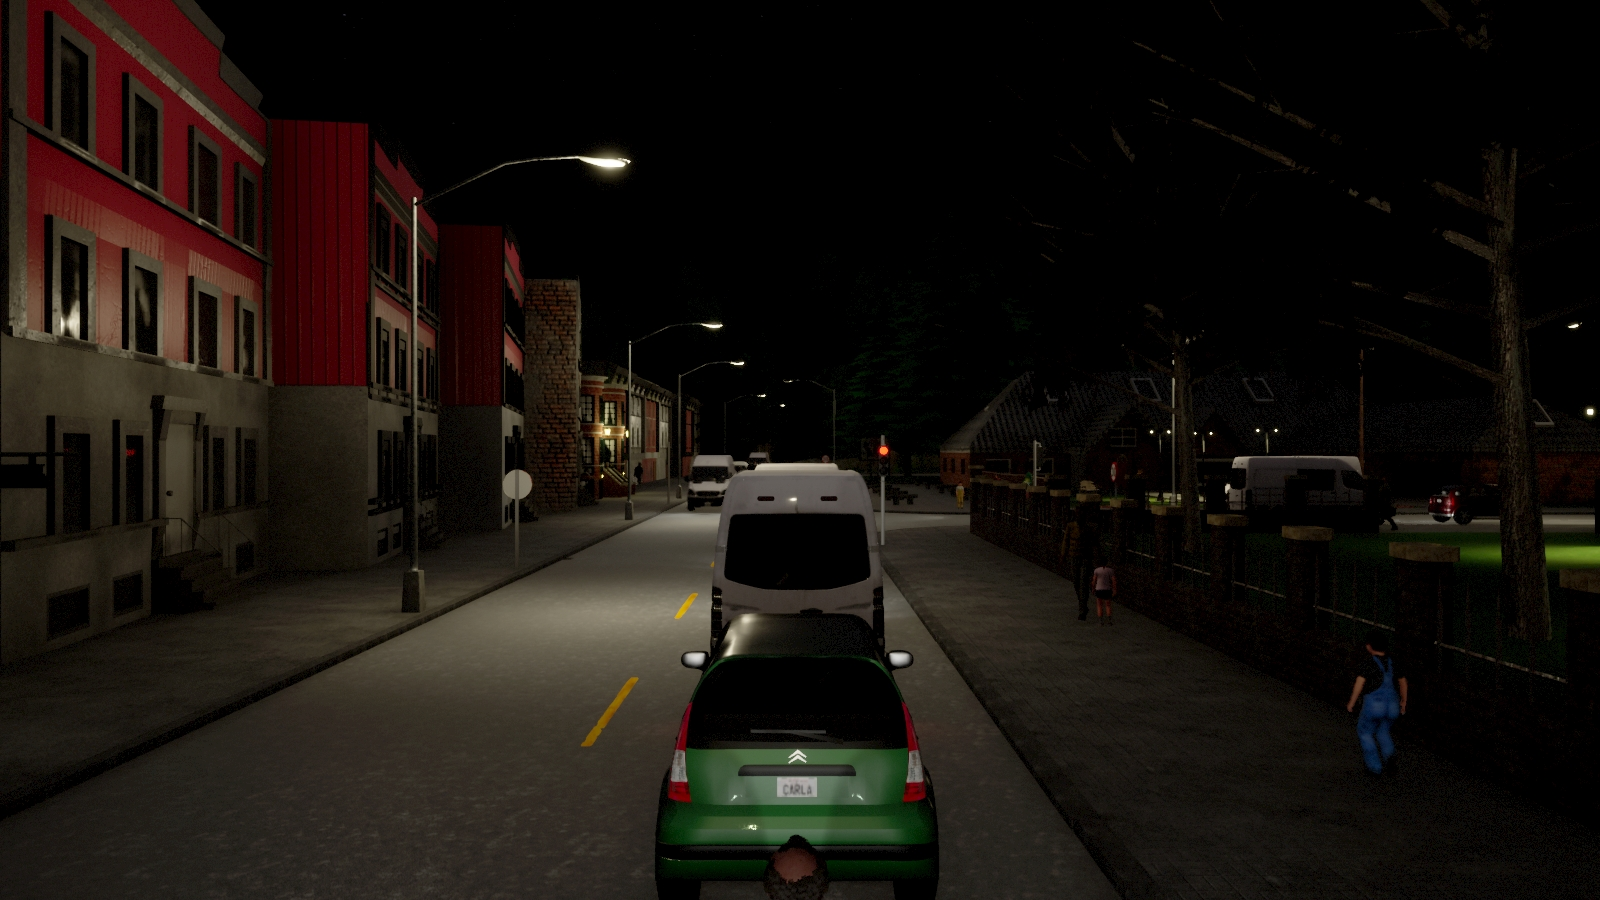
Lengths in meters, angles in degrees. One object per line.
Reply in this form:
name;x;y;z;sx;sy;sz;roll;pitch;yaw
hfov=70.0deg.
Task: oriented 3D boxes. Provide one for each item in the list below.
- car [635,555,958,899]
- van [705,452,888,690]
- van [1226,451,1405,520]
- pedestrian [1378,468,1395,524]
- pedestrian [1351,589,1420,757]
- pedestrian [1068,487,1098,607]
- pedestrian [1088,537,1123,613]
car;-0.023;1.779;8.527;1.851;1.617;3.988;0;0;0
van;-0.048;1.314;15.312;1.988;2.561;5.915;0;0;0
van;19.552;1.314;43.543;5.915;2.561;1.988;0;0;1
pedestrian;19.545;1.525;38.091;0.375;1.860;0.375;0;0;0
pedestrian;4.781;1.805;9.340;0.375;1.300;0.375;0;0;0
pedestrian;4.509;1.525;18.181;0.375;1.860;0.375;0;0;31
pedestrian;4.674;1.904;17.486;0.500;1.100;0.500;0;0;13
